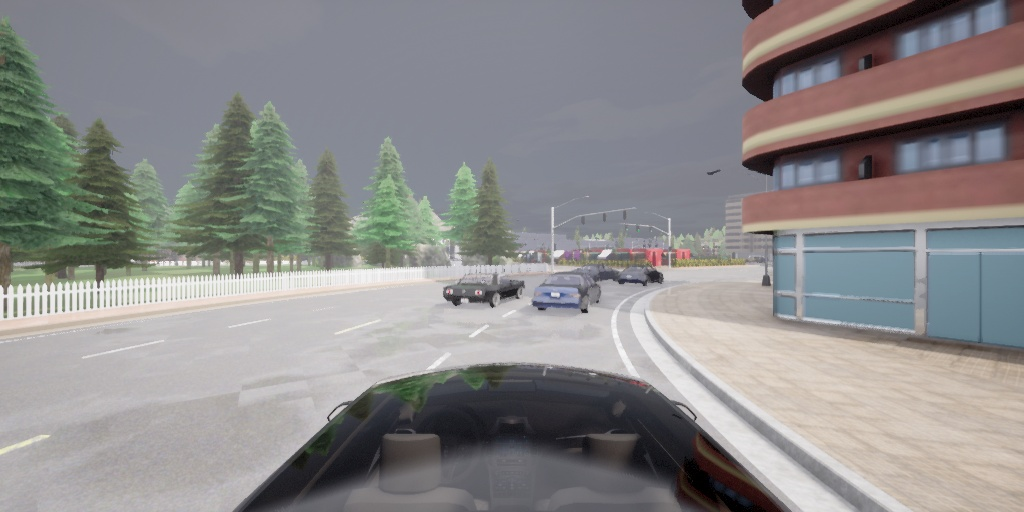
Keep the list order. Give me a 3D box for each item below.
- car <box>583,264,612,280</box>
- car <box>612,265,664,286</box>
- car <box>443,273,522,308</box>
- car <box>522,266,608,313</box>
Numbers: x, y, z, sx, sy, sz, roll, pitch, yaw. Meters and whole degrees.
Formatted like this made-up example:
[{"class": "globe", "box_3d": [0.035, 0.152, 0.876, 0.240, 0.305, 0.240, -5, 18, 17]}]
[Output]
[{"class": "car", "box_3d": [6.476, 1.312, 27.474, 2.033, 1.411, 5.357, 0, 0, 42]}, {"class": "car", "box_3d": [9.076, 1.321, 25.131, 1.994, 1.385, 4.181, 0, 0, 42]}, {"class": "car", "box_3d": [-0.954, 1.365, 15.324, 1.895, 1.301, 4.718, 0, 0, 21]}, {"class": "car", "box_3d": [2.307, 1.312, 14.052, 2.033, 1.411, 5.357, 0, 0, 21]}]
